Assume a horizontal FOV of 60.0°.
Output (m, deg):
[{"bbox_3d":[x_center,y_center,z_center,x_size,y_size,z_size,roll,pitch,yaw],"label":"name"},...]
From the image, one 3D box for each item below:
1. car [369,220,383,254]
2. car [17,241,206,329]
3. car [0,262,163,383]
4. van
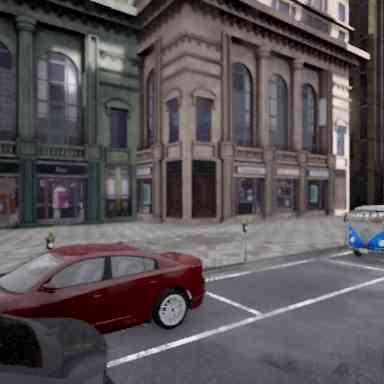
[{"bbox_3d":[6.721,1.498,8.158,4.902,1.511,2.128,0,0,-35],"label":"car"},{"bbox_3d":[-1.845,1.545,5.351,4.507,1.381,1.887,0,0,-35],"label":"car"},{"bbox_3d":[-2.733,1.506,1.428,4.892,1.490,1.837,1,0,-35],"label":"car"},{"bbox_3d":[7.152,1.348,11.766,3.998,1.788,1.690,0,0,-35],"label":"van"}]
